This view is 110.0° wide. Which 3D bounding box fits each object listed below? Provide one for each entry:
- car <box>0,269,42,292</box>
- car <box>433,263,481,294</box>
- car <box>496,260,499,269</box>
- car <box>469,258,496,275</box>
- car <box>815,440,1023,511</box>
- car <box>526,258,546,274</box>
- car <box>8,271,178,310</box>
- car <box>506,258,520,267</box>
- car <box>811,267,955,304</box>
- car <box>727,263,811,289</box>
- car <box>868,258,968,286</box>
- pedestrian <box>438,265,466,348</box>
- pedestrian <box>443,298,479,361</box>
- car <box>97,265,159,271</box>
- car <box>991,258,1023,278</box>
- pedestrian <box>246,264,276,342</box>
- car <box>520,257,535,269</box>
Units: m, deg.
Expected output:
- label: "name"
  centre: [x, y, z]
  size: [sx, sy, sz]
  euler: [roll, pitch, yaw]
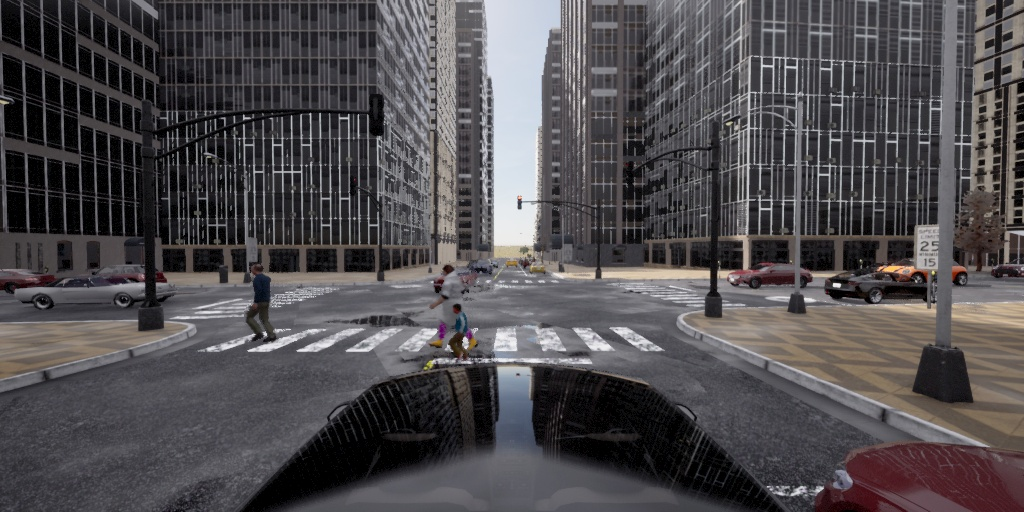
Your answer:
- label: "car"
  centre: [-28.204, 1.390, 20.028]
  size: [4.207, 1.307, 1.802]
  euler: [0, 0, -5]
- label: "car"
  centre: [-3.113, 1.305, 20.460]
  size: [1.895, 1.301, 4.718]
  euler: [0, 1, 1]
- label: "car"
  centre: [-3.110, 1.258, 57.186]
  size: [2.033, 1.411, 5.357]
  euler: [0, 0, 0]
- label: "car"
  centre: [-3.112, 1.082, 38.033]
  size: [2.097, 1.767, 4.553]
  euler: [0, 0, 0]
- label: "car"
  centre: [2.692, 1.333, 0.419]
  size: [1.802, 1.307, 4.207]
  euler: [0, 0, 0]
- label: "car"
  centre: [2.806, 1.254, 39.957]
  size: [1.751, 1.417, 4.829]
  euler: [0, 0, 0]
- label: "car"
  centre: [-17.345, 1.469, 15.211]
  size: [4.718, 1.301, 1.895]
  euler: [0, 1, -6]
- label: "car"
  centre: [-0.025, 1.178, 65.017]
  size: [1.882, 1.535, 5.008]
  euler: [0, 0, 0]
- label: "car"
  centre: [16.124, 1.293, 15.717]
  size: [4.313, 1.339, 1.948]
  euler: [0, 0, -5]
- label: "car"
  centre: [15.392, 1.135, 21.460]
  size: [4.674, 1.442, 1.812]
  euler: [0, 1, -5]
- label: "car"
  centre: [25.339, 0.904, 22.370]
  size: [4.553, 1.767, 2.097]
  euler: [0, 1, -5]
- label: "pedestrian"
  centre: [-1.263, 1.041, 7.571]
  size: [0.375, 1.860, 0.375]
  euler: [-1, 1, 0]
- label: "pedestrian"
  centre: [-0.952, 1.422, 6.771]
  size: [0.500, 1.100, 0.500]
  euler: [-1, 1, 0]
- label: "car"
  centre: [-22.578, 1.216, 20.552]
  size: [4.097, 1.591, 1.967]
  euler: [0, 0, -5]
- label: "car"
  centre: [37.693, 0.864, 26.134]
  size: [4.097, 1.591, 1.967]
  euler: [0, 0, -5]
- label: "pedestrian"
  centre: [-5.740, 1.041, 8.163]
  size: [0.375, 1.860, 0.375]
  euler: [-1, 1, 0]
- label: "car"
  centre: [2.710, 1.028, 55.039]
  size: [2.192, 1.841, 5.009]
  euler: [0, 0, 0]
